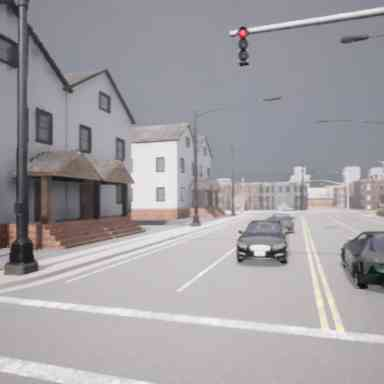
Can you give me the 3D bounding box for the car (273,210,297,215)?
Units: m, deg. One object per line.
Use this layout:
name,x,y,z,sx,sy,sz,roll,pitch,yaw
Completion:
car,6.680,2.300,25.039,1.994,1.385,4.181,-1,-2,18

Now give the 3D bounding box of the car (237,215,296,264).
car,3.070,1.919,13.782,2.128,1.511,4.902,-1,-2,18

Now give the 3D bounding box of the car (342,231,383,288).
car,5.667,1.844,9.810,1.994,1.385,4.181,-1,-2,19

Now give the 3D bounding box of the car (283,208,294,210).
car,12.466,2.752,42.988,1.812,1.442,4.674,-1,-2,18
